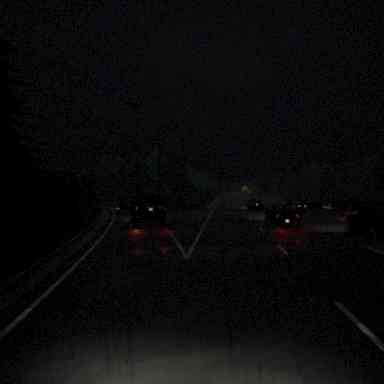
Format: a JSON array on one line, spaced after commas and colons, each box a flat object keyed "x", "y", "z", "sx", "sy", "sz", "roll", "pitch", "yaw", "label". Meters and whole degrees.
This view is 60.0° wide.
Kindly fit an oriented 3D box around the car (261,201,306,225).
[{"x": 6.320, "y": 1.559, "z": 23.532, "sx": 1.895, "sy": 1.301, "sz": 4.718, "roll": 0, "pitch": 0, "yaw": 5, "label": "car"}]

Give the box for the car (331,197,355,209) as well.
[{"x": 18.410, "y": 1.402, "z": 40.449, "sx": 2.128, "sy": 1.511, "sz": 4.902, "roll": 0, "pitch": 0, "yaw": 5, "label": "car"}]

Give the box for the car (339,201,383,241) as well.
[{"x": 9.167, "y": 1.437, "z": 16.241, "sx": 1.882, "sy": 1.535, "sz": 5.008, "roll": 0, "pitch": 0, "yaw": 5, "label": "car"}]

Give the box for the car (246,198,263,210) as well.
[{"x": 8.016, "y": 1.496, "z": 42.085, "sx": 1.994, "sy": 1.385, "sz": 4.181, "roll": 0, "pitch": 0, "yaw": 5, "label": "car"}]

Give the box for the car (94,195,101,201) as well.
[{"x": -23.744, "y": 1.452, "z": 81.525, "sx": 1.837, "sy": 1.490, "sz": 4.892, "roll": 0, "pitch": 0, "yaw": -28, "label": "car"}]

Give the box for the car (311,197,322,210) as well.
[{"x": 15.074, "y": 1.393, "z": 42.388, "sx": 1.882, "sy": 1.535, "sz": 5.008, "roll": 0, "pitch": 0, "yaw": 5, "label": "car"}]

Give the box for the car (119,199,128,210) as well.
[{"x": -8.040, "y": 1.534, "z": 41.700, "sx": 1.994, "sy": 1.385, "sz": 4.181, "roll": 0, "pitch": 0, "yaw": -17, "label": "car"}]

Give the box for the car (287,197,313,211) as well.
[{"x": 10.949, "y": 1.480, "z": 35.733, "sx": 2.033, "sy": 1.411, "sz": 5.357, "roll": 0, "pitch": 0, "yaw": 5, "label": "car"}]

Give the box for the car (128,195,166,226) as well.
[{"x": -3.178, "y": 1.201, "z": 23.610, "sx": 2.150, "sy": 2.045, "sz": 5.566, "roll": 0, "pitch": 0, "yaw": -12, "label": "car"}]
